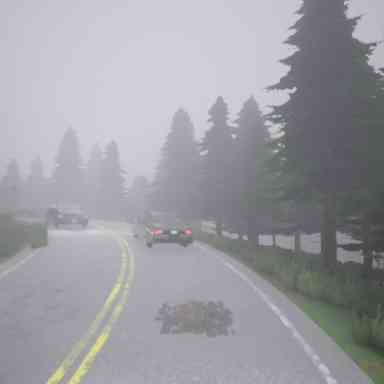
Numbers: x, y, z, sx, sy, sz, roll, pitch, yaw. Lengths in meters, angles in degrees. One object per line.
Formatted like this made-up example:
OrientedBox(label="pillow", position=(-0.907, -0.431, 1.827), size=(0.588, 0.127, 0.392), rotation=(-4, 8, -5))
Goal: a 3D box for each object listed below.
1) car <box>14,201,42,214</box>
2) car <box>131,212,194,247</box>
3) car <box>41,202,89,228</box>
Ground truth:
OrientedBox(label="car", position=(-16.972, 1.792, 34.094), size=(4.553, 1.767, 2.097), rotation=(-3, -6, 31))
OrientedBox(label="car", position=(-1.525, 1.626, 15.440), size=(2.033, 1.411, 5.357), rotation=(3, -1, -19))
OrientedBox(label="car", position=(-7.810, 1.355, 20.637), size=(1.812, 1.442, 4.674), rotation=(4, -2, -32))
